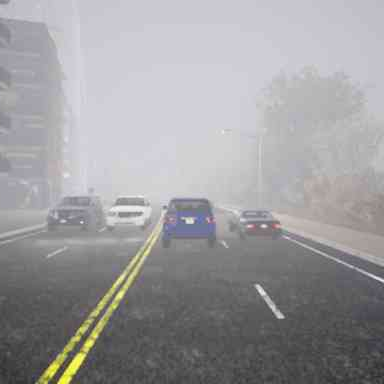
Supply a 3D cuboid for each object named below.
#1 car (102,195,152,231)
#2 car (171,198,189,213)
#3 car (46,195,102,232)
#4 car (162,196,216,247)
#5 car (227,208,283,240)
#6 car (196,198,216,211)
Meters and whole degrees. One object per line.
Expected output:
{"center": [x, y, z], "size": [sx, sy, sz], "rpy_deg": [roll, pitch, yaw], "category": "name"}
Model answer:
{"center": [-3.738, 1.212, 20.684], "size": [2.150, 2.045, 5.566], "rpy_deg": [0, 0, -2], "category": "car"}
{"center": [-1.348, 1.484, 36.806], "size": [1.812, 1.442, 4.674], "rpy_deg": [0, 0, -4], "category": "car"}
{"center": [-6.985, 1.217, 20.568], "size": [2.150, 2.045, 5.566], "rpy_deg": [0, 0, -2], "category": "car"}
{"center": [-0.169, 1.207, 15.184], "size": [2.150, 2.045, 5.566], "rpy_deg": [0, 0, -2], "category": "car"}
{"center": [3.029, 1.527, 16.933], "size": [2.033, 1.411, 5.357], "rpy_deg": [0, 0, -2], "category": "car"}
{"center": [1.648, 1.473, 40.099], "size": [1.812, 1.442, 4.674], "rpy_deg": [0, 0, -5], "category": "car"}
